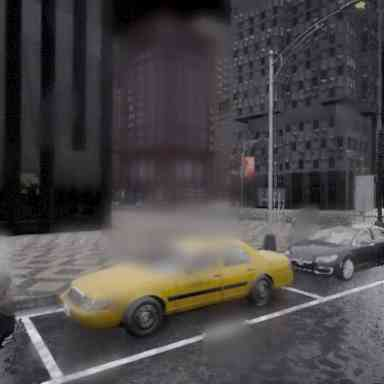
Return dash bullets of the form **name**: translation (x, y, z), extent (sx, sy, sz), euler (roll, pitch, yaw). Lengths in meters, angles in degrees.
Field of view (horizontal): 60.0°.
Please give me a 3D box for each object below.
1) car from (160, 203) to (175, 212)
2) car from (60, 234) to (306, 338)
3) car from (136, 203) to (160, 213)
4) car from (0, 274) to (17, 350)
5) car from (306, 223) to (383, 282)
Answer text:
- **car**: translation (-4.731, 2.645, 57.167), extent (1.882, 1.535, 5.008), euler (1, -2, -35)
- **car**: translation (-0.007, 1.559, 6.648), extent (4.829, 1.417, 1.752), euler (1, 0, -36)
- **car**: translation (-7.791, 2.664, 55.864), extent (1.837, 1.490, 4.892), euler (1, -2, -35)
- **car**: translation (-4.355, 1.536, 3.543), extent (4.403, 1.369, 2.008), euler (1, 0, -36)
- **car**: translation (4.618, 1.636, 9.950), extent (4.403, 1.369, 2.008), euler (1, 0, -36)
